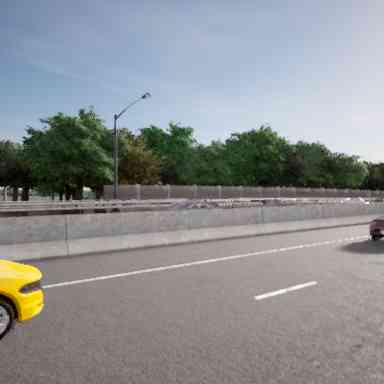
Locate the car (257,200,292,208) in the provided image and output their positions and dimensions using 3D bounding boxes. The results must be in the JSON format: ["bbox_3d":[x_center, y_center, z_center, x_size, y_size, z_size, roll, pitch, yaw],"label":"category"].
[{"bbox_3d":[8.955,1.538,36.127,4.181,1.385,1.994,0,0,-35],"label":"car"}]

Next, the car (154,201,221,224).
[{"bbox_3d":[-0.280,1.457,25.264,4.892,1.490,1.837,0,0,-35],"label":"car"}]

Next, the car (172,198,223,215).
[{"bbox_3d":[0.607,1.443,34.485,4.902,1.511,2.128,0,0,-35],"label":"car"}]

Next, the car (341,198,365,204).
[{"bbox_3d":[25.202,1.708,51.889,4.674,1.442,1.812,0,0,-35],"label":"car"}]

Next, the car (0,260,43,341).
[{"bbox_3d":[-4.800,1.481,4.624,5.008,1.535,1.882,0,0,-35],"label":"car"}]

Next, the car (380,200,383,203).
[{"bbox_3d":[24.249,1.555,38.406,5.008,1.535,1.882,1,-1,-35],"label":"car"}]

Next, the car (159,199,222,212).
[{"bbox_3d":[-0.159,1.448,21.054,4.902,1.511,2.128,0,0,-35],"label":"car"}]

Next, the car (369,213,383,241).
[{"bbox_3d":[9.788,1.477,15.001,4.674,1.442,1.812,0,0,-35],"label":"car"}]
